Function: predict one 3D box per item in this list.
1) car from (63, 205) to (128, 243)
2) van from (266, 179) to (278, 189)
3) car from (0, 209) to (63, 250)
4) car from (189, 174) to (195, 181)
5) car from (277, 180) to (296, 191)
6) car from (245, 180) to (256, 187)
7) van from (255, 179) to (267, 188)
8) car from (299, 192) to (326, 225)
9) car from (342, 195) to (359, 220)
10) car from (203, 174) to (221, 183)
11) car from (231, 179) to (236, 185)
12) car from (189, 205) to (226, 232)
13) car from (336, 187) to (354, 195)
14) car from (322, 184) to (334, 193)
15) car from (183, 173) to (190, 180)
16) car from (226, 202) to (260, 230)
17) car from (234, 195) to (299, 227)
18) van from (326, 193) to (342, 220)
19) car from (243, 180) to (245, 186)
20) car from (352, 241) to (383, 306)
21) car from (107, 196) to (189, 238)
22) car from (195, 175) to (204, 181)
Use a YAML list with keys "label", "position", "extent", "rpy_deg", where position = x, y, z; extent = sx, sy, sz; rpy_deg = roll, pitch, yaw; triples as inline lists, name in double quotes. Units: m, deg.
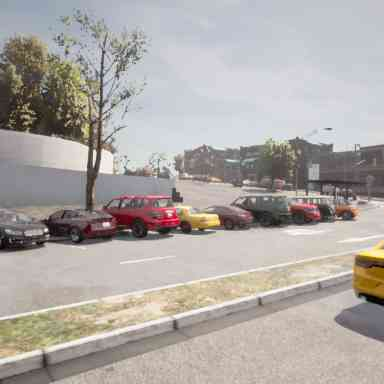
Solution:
- label: "car"
  position: [-5.743, 1.525, 16.135]
  extent: [4.792, 1.488, 2.163]
  rpy_deg: [-1, -1, 35]
- label: "van"
  position: [17.777, -1.489, 68.918]
  extent: [1.878, 1.987, 4.442]
  rpy_deg: [7, 4, 35]
- label: "car"
  position: [-8.164, 1.494, 14.390]
  extent: [4.892, 1.521, 2.231]
  rpy_deg: [-1, -1, 35]
- label: "car"
  position: [2.162, -3.849, 91.147]
  extent: [2.185, 1.767, 4.553]
  rpy_deg: [6, 3, 34]
- label: "car"
  position: [19.535, -0.991, 66.554]
  extent: [2.231, 1.521, 4.892]
  rpy_deg: [7, 3, 35]
- label: "car"
  position: [14.476, -1.811, 74.122]
  extent: [1.946, 1.575, 5.366]
  rpy_deg: [7, 3, 35]
- label: "van"
  position: [16.049, -1.763, 71.390]
  extent: [1.878, 1.987, 4.442]
  rpy_deg: [7, 4, 35]
- label: "car"
  position: [6.574, 1.268, 24.791]
  extent: [5.566, 2.045, 2.435]
  rpy_deg: [-1, -1, 35]
- label: "car"
  position: [11.524, 1.404, 28.208]
  extent: [4.553, 1.767, 2.185]
  rpy_deg: [-1, -1, 35]
- label: "car"
  position: [5.804, -3.174, 86.420]
  extent: [1.946, 1.575, 5.366]
  rpy_deg: [7, 3, 34]
- label: "car"
  position: [10.905, -2.316, 78.907]
  extent: [2.002, 1.452, 4.674]
  rpy_deg: [7, 3, 35]
- label: "car"
  position: [-0.976, 1.503, 19.705]
  extent: [5.366, 1.575, 1.946]
  rpy_deg: [-1, -1, 35]
- label: "car"
  position: [26.431, 0.138, 56.692]
  extent: [2.002, 1.452, 4.674]
  rpy_deg: [7, 3, 35]
- label: "car"
  position: [24.741, -0.425, 59.166]
  extent: [2.435, 2.045, 5.566]
  rpy_deg: [7, 3, 35]
- label: "car"
  position: [0.433, -4.084, 93.618]
  extent: [2.185, 1.767, 4.553]
  rpy_deg: [4, 1, 33]
- label: "car"
  position: [1.631, 1.549, 21.331]
  extent: [4.674, 1.452, 2.002]
  rpy_deg: [-1, -1, 35]
- label: "car"
  position: [4.060, 1.263, 23.087]
  extent: [5.566, 2.045, 2.435]
  rpy_deg: [-1, -1, 35]
- label: "van"
  position: [9.114, 1.297, 26.459]
  extent: [4.442, 1.987, 1.878]
  rpy_deg: [-1, -1, 35]
- label: "car"
  position: [12.646, -2.042, 76.444]
  extent: [2.002, 1.452, 4.674]
  rpy_deg: [7, 4, 35]
- label: "car"
  position: [5.364, 1.487, 6.948]
  extent: [5.008, 1.535, 1.882]
  rpy_deg: [0, 0, -35]
- label: "car"
  position: [-3.297, 1.248, 17.879]
  extent: [5.566, 2.045, 2.435]
  rpy_deg: [-1, -1, 35]
- label: "car"
  position: [3.955, -3.697, 88.680]
  extent: [2.435, 2.045, 5.566]
  rpy_deg: [7, 3, 34]
